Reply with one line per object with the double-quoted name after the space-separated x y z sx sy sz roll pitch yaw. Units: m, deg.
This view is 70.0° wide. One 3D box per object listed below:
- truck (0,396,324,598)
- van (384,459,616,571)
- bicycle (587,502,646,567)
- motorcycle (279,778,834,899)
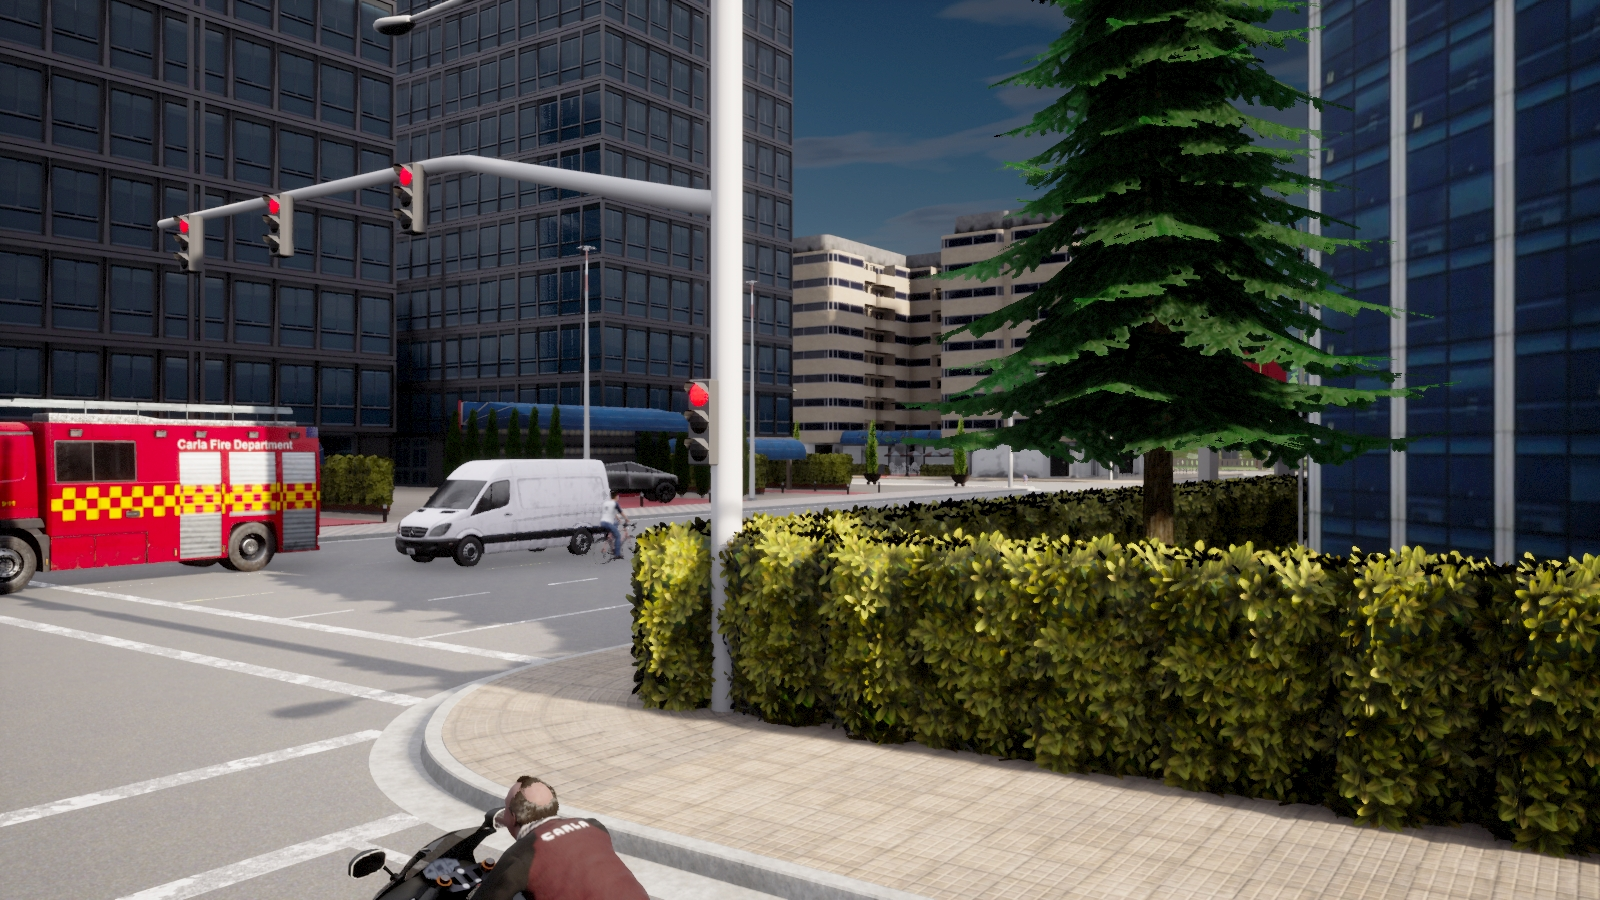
-14.959 0.889 24.598 2.891 3.827 8.468 0 0 34 "truck"
-7.573 1.534 29.576 1.988 2.561 5.915 0 0 35 "van"
-4.500 2.055 28.093 0.373 1.496 1.643 0 0 36 "bicycle"
-1.027 2.205 4.504 2.209 1.251 0.867 0 0 35 "motorcycle"
